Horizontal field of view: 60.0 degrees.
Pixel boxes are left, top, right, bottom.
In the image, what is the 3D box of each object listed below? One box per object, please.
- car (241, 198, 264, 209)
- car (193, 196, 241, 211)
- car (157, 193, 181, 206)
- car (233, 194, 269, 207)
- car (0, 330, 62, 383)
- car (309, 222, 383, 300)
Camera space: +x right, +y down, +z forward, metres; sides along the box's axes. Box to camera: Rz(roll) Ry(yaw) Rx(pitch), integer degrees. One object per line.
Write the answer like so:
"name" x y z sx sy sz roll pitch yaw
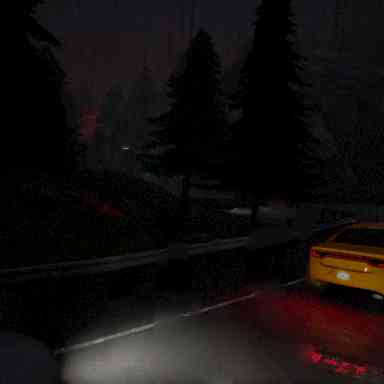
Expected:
"car" 7.126 1.561 45.429 4.181 1.385 1.994 0 0 34
"car" 2.921 1.502 39.823 4.892 1.490 1.837 0 0 34
"car" -2.932 1.428 56.607 4.902 1.511 2.128 0 0 35
"car" 8.457 1.217 48.757 5.566 2.045 2.150 0 0 34
"car" -3.154 1.526 1.745 4.674 1.442 1.812 0 0 -35
"car" 4.779 1.478 8.097 5.008 1.535 1.882 0 0 -42
